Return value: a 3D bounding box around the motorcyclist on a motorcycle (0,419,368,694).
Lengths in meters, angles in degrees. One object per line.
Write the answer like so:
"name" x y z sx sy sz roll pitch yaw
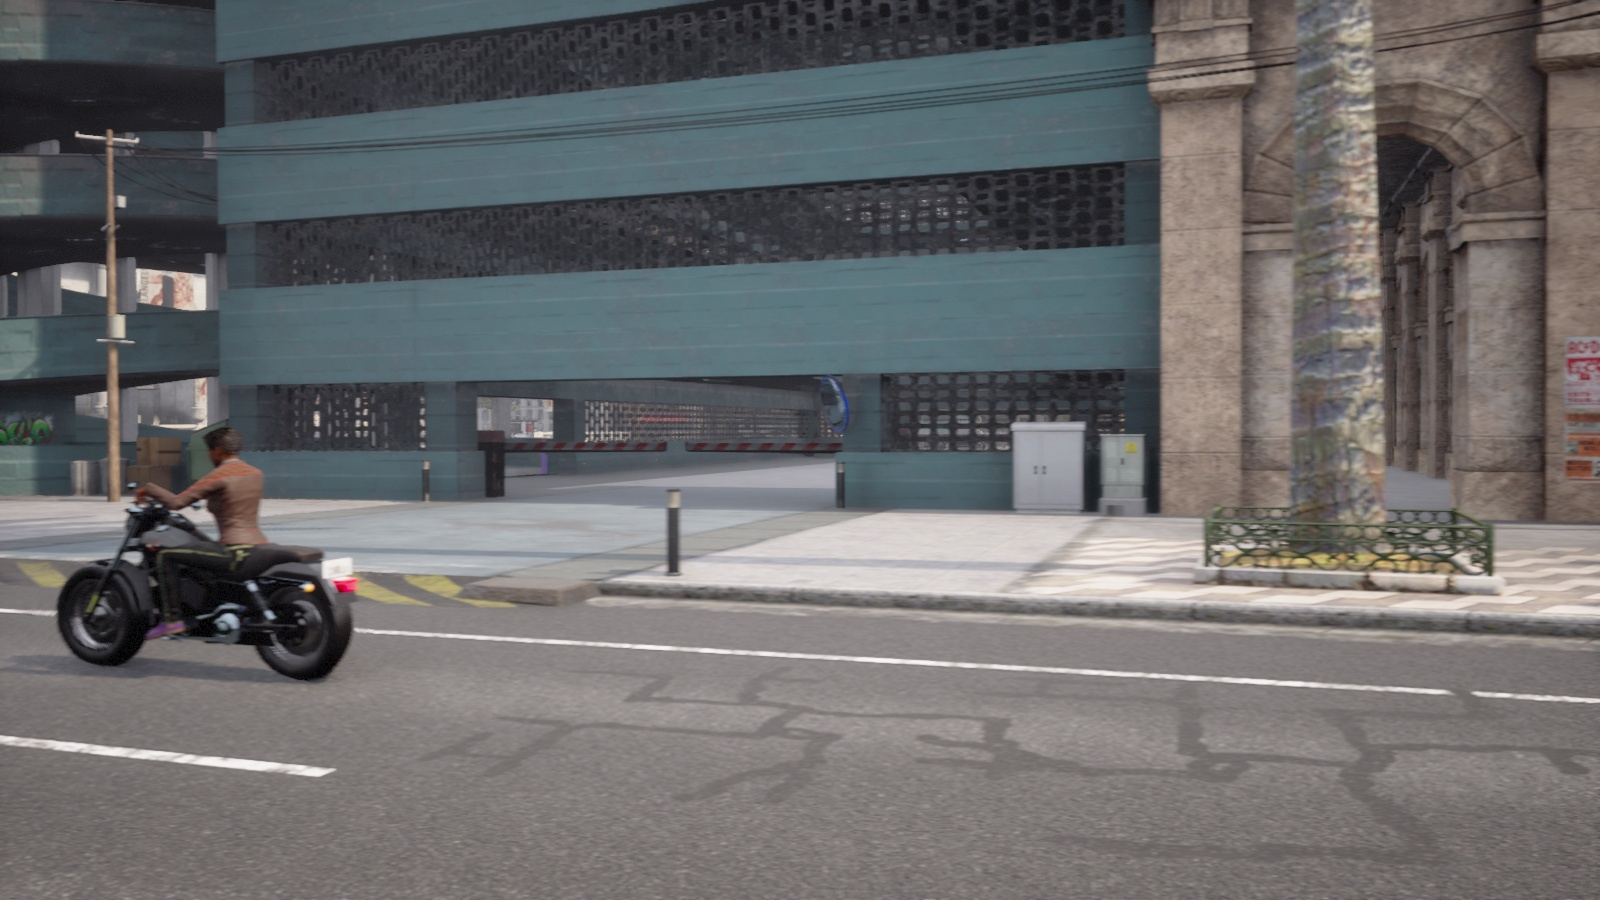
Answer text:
"motorcyclist on a motorcycle" -4.079 0.629 8.258 2.350 1.649 0.766 0 1 19

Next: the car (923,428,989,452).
"car" 11.644 -0.768 93.456 4.553 1.767 2.097 1 1 18
